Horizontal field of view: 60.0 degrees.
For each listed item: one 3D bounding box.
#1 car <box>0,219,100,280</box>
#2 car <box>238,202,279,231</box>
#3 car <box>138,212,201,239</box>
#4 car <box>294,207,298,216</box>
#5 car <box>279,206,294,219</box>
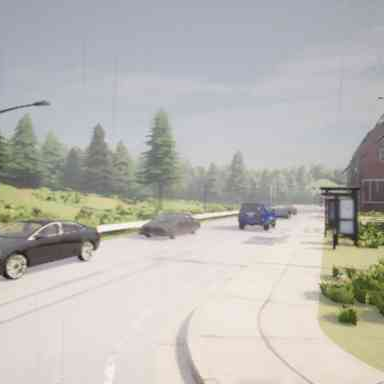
[{"bbox_3d":[-4.997,1.645,10.696,2.128,1.511,4.902,0,-1,22],"label":"car"},{"bbox_3d":[5.187,1.844,26.210,2.150,2.045,5.566,0,-1,22],"label":"car"},{"bbox_3d":[-1.137,1.954,20.230,2.033,1.411,5.357,0,-1,22],"label":"car"},{"bbox_3d":[14.639,2.774,49.923,1.812,1.442,4.674,0,-1,22],"label":"car"},{"bbox_3d":[10.902,2.564,40.486,1.994,1.385,4.181,0,-1,22],"label":"car"}]
